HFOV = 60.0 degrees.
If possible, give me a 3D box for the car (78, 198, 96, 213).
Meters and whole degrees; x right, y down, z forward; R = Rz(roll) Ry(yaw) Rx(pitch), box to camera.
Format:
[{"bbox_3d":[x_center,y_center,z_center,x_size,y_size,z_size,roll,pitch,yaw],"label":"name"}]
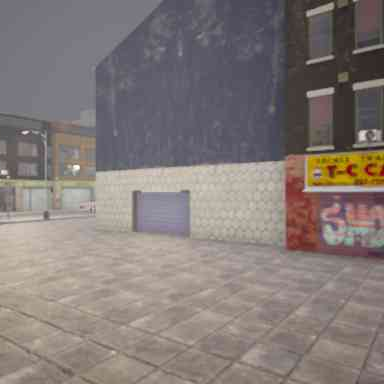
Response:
[{"bbox_3d":[-11.220,1.475,39.624,2.097,1.767,4.553,0,0,36],"label":"car"}]
